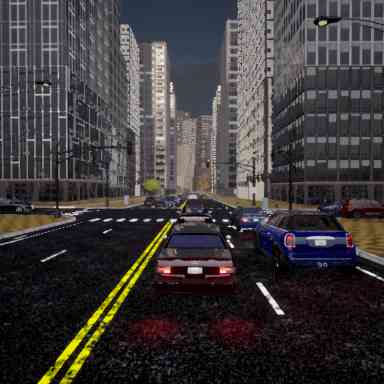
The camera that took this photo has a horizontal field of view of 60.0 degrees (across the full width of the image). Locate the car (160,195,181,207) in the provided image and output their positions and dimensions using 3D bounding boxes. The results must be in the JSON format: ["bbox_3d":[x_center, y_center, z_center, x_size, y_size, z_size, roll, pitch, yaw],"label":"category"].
[{"bbox_3d":[-3.201,1.317,50.541,2.097,1.767,4.553,0,0,-1],"label":"car"}]

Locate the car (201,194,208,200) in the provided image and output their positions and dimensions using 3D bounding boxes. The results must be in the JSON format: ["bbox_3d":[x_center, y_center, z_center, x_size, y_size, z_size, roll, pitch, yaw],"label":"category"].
[{"bbox_3d":[3.473,1.407,93.348,1.837,1.490,4.892,0,0,0],"label":"car"}]

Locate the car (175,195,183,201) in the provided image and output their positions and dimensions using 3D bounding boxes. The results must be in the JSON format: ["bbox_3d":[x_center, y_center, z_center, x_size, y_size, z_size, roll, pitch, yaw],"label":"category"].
[{"bbox_3d":[-3.061,1.429,79.515,1.837,1.490,4.892,0,0,0],"label":"car"}]

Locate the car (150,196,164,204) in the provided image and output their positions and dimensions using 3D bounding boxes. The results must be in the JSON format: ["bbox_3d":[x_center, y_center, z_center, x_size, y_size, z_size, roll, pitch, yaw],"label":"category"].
[{"bbox_3d":[-6.412,1.499,62.263,2.033,1.411,5.357,0,0,0],"label":"car"}]

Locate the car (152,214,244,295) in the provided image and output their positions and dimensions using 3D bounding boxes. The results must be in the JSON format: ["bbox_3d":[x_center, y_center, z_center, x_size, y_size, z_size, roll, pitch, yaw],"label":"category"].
[{"bbox_3d":[0.114,1.544,8.860,2.033,1.411,5.357,0,0,1],"label":"car"}]

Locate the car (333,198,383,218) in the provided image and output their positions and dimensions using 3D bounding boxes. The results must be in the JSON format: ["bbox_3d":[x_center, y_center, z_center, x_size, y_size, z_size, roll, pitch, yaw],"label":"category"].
[{"bbox_3d":[16.274,1.519,30.880,5.009,1.841,2.192,1,0,1],"label":"car"}]

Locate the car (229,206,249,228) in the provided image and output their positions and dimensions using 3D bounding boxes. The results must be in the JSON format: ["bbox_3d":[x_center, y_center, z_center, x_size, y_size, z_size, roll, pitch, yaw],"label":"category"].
[{"bbox_3d":[3.398,1.537,20.213,2.033,1.411,5.357,0,0,0],"label":"car"}]

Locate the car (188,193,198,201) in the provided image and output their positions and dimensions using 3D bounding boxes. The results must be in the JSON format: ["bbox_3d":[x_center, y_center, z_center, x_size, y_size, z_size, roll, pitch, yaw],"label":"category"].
[{"bbox_3d":[0.197,1.149,82.695,2.150,2.045,5.566,0,0,0],"label":"car"}]

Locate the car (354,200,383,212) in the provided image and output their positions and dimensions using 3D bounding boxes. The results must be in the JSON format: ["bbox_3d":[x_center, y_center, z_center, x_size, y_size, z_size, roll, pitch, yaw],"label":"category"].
[{"bbox_3d":[21.903,1.642,39.153,4.829,1.417,1.752,1,0,1],"label":"car"}]

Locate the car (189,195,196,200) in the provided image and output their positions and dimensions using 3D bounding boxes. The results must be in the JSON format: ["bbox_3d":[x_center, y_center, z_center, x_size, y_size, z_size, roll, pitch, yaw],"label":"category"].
[{"bbox_3d":[0.222,1.503,93.031,1.895,1.301,4.718,0,0,0],"label":"car"}]

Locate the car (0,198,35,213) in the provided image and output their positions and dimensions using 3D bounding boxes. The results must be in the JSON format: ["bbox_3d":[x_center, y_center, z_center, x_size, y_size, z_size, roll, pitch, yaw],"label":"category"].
[{"bbox_3d":[-18.747,1.340,34.127,4.902,1.511,2.128,1,1,1],"label":"car"}]

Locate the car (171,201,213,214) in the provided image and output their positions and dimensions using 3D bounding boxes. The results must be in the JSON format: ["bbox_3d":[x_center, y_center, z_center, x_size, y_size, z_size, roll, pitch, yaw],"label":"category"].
[{"bbox_3d":[0.144,1.482,18.605,2.128,1.511,4.902,0,0,0],"label":"car"}]

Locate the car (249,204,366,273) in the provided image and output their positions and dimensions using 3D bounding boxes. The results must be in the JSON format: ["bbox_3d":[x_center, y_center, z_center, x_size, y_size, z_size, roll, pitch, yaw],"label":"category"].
[{"bbox_3d":[3.374,1.348,10.828,2.097,1.767,4.553,0,0,0],"label":"car"}]

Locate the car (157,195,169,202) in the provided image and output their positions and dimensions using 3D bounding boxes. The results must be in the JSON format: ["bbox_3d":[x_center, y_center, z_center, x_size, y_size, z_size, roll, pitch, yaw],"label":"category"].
[{"bbox_3d":[-6.327,1.478,72.933,2.033,1.411,5.357,0,0,0],"label":"car"}]

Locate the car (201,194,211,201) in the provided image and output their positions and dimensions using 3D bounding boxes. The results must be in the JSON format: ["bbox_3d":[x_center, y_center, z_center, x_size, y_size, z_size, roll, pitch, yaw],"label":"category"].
[{"bbox_3d":[3.438,1.526,78.028,1.895,1.301,4.718,0,0,0],"label":"car"}]

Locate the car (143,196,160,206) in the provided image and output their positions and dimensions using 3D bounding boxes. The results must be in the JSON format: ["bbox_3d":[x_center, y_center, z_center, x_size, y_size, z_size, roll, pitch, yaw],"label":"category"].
[{"bbox_3d":[-6.469,1.468,52.383,1.837,1.490,4.892,0,0,0],"label":"car"}]
